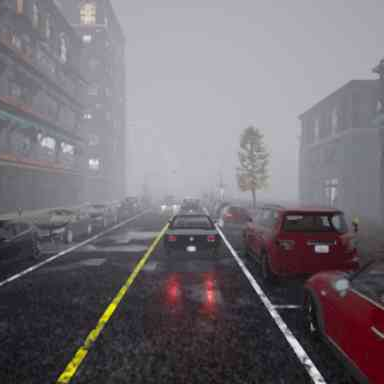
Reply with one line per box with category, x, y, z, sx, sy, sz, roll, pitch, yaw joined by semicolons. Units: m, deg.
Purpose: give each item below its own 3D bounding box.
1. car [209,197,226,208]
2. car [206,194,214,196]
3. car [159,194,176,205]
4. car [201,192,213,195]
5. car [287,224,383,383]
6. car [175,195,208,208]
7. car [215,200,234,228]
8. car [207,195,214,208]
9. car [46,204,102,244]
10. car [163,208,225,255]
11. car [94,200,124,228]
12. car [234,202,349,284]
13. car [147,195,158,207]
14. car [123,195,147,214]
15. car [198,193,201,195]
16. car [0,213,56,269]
car;2.620;1.350;25.860;1.947;1.339;4.313;0;0;0
car;2.589;1.268;36.937;1.947;1.339;4.313;0;0;0
car;-3.223;1.098;48.071;1.882;1.535;5.008;0;0;0
car;2.558;1.145;48.185;1.752;1.417;4.829;0;0;0
car;2.683;1.406;3.703;1.967;1.590;4.097;0;0;0
car;-0.030;1.257;28.362;2.128;1.511;4.902;0;0;0
car;2.636;1.408;20.320;1.802;1.307;4.206;0;0;0
car;2.605;1.294;31.397;2.008;1.369;4.403;0;0;0
car;-5.729;1.422;14.759;2.008;1.369;4.403;0;0;0
car;0.007;1.489;12.751;1.895;1.301;4.718;0;0;0
car;-5.745;1.377;20.297;2.008;1.369;4.403;0;0;0
car;2.667;1.233;9.242;2.192;1.841;5.009;0;0;0
car;-5.807;1.102;42.453;1.967;1.590;4.097;0;0;0
car;-5.776;1.183;31.374;1.967;1.590;4.097;0;0;0
car;2.543;0.895;53.554;2.192;1.841;5.009;0;0;0
car;-5.713;1.484;9.221;1.947;1.339;4.313;0;0;0
